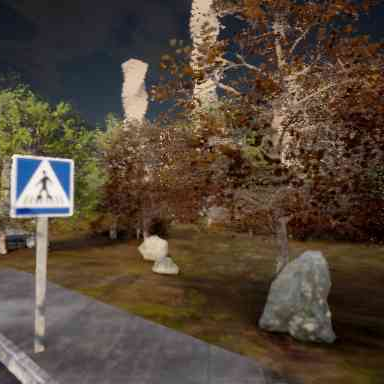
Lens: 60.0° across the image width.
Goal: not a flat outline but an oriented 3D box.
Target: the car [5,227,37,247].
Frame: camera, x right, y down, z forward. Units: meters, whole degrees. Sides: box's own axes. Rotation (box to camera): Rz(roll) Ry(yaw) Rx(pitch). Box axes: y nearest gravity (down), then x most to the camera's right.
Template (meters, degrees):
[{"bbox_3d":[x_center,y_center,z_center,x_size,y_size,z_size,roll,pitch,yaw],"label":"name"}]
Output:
[{"bbox_3d":[-12.709,3.118,22.599,4.892,1.521,2.231,2,-5,-37],"label":"car"}]
